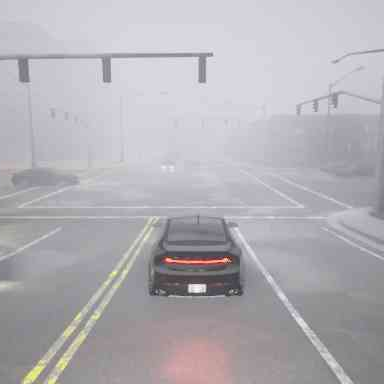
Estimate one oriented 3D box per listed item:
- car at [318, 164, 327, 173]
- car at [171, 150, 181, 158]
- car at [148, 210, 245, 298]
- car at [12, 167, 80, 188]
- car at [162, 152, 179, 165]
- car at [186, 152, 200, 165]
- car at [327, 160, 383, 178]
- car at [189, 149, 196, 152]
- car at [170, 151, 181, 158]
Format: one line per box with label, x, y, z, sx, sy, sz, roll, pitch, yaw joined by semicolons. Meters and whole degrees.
car;16.317;-2.725;36.248;4.902;1.511;2.128;0;9;0
car;-3.418;-8.067;70.956;1.882;1.535;5.008;0;9;0
car;0.081;1.203;7.984;1.837;1.490;4.892;0;4;0
car;-11.403;-1.144;26.095;4.892;1.490;1.837;-1;9;-5
car;-3.538;-4.876;50.648;2.033;1.411;5.357;0;9;0
car;0.153;-4.826;50.172;1.812;1.442;4.674;0;9;0
car;16.681;-2.138;32.798;5.357;1.411;2.033;0;9;2
car;0.105;-10.960;90.273;1.994;1.385;4.181;0;9;0
car;-3.497;-6.631;60.778;2.097;1.767;4.553;0;9;0
